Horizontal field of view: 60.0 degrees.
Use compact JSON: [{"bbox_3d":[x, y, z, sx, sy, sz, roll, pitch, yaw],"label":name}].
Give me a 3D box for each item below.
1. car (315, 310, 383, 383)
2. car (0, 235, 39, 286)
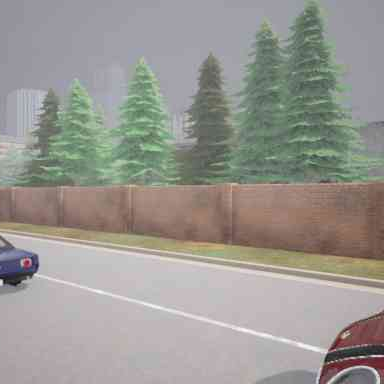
[{"bbox_3d":[3.052,1.356,1.821,4.553,1.767,2.097,0,0,35],"label":"car"},{"bbox_3d":[-5.859,1.601,8.149,4.718,1.301,1.895,0,0,35],"label":"car"}]
